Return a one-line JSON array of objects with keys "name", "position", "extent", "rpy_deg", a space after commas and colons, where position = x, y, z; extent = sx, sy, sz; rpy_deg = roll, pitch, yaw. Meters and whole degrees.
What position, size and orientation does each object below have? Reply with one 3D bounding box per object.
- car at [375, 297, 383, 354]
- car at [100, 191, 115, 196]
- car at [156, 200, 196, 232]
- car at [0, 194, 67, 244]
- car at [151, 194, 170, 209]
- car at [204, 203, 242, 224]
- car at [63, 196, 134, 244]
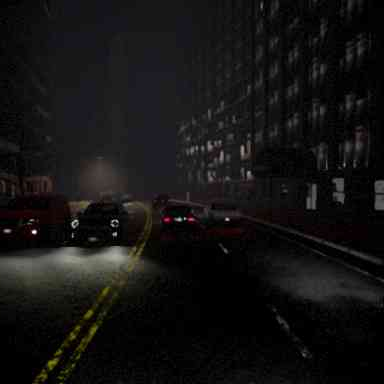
[{"name": "car", "position": [3.256, 1.471, 2.260], "extent": [2.128, 1.511, 4.902], "rpy_deg": [0, 0, -1]}, {"name": "car", "position": [-14.527, 0.823, 57.278], "extent": [2.150, 2.045, 5.566], "rpy_deg": [0, 1, -15]}, {"name": "car", "position": [-0.861, 1.409, 19.024], "extent": [2.033, 1.411, 5.357], "rpy_deg": [0, 0, -5]}, {"name": "car", "position": [-7.293, 1.123, 15.529], "extent": [2.150, 2.045, 5.566], "rpy_deg": [0, 0, -4]}, {"name": "car", "position": [-3.683, 1.062, 39.438], "extent": [2.097, 1.767, 4.553], "rpy_deg": [0, 0, -10]}, {"name": "car", "position": [1.987, 1.424, 23.161], "extent": [1.895, 1.301, 4.718], "rpy_deg": [0, 0, -6]}, {"name": "car", "position": [-4.038, 1.248, 15.223], "extent": [2.097, 1.767, 4.553], "rpy_deg": [0, 0, -5]}]
